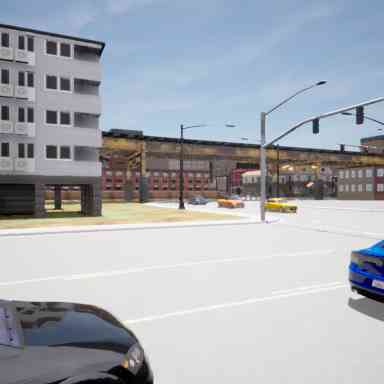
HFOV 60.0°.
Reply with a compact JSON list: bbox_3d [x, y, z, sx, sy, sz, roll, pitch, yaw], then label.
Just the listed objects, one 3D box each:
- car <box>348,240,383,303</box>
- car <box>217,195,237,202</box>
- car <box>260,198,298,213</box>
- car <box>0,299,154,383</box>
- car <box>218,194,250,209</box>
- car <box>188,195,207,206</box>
[{"bbox_3d":[5.547,1.478,6.898,5.008,1.535,1.882,0,0,-25],"label":"car"},{"bbox_3d":[8.275,1.540,78.703,2.033,1.411,5.357,0,0,40],"label":"car"},{"bbox_3d":[9.662,1.478,37.250,1.882,1.535,5.008,0,0,-26],"label":"car"},{"bbox_3d":[-2.432,1.564,2.747,4.181,1.385,1.994,0,0,-32],"label":"car"},{"bbox_3d":[5.459,1.352,46.089,2.097,1.767,4.553,0,0,-25],"label":"car"},{"bbox_3d":[0.965,1.351,56.309,2.097,1.767,4.553,0,0,-19],"label":"car"}]
